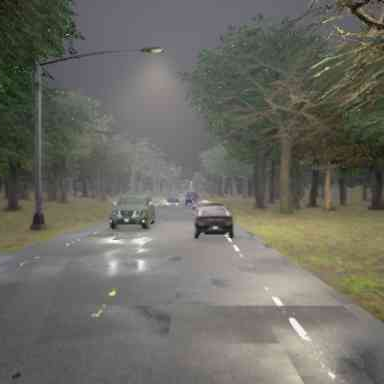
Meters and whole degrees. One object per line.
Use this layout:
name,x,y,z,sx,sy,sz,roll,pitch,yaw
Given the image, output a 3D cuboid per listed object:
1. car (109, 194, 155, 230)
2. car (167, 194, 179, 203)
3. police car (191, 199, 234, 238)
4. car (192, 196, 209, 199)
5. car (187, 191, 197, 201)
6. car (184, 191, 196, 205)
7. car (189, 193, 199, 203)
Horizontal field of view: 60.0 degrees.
car,-3.600,1.183,21.050,2.150,2.045,5.566,0,0,0
car,-3.540,1.127,61.771,2.097,1.767,4.553,0,0,1
police car,1.049,1.394,17.554,1.930,1.638,5.238,0,0,0
car,1.048,1.397,27.635,1.801,1.575,5.366,0,0,0
car,-0.005,0.801,72.447,2.150,2.045,5.566,0,0,0
car,-0.003,1.049,53.095,2.150,2.045,5.566,0,0,0
car,1.047,1.272,33.417,2.097,1.767,4.553,0,0,0
